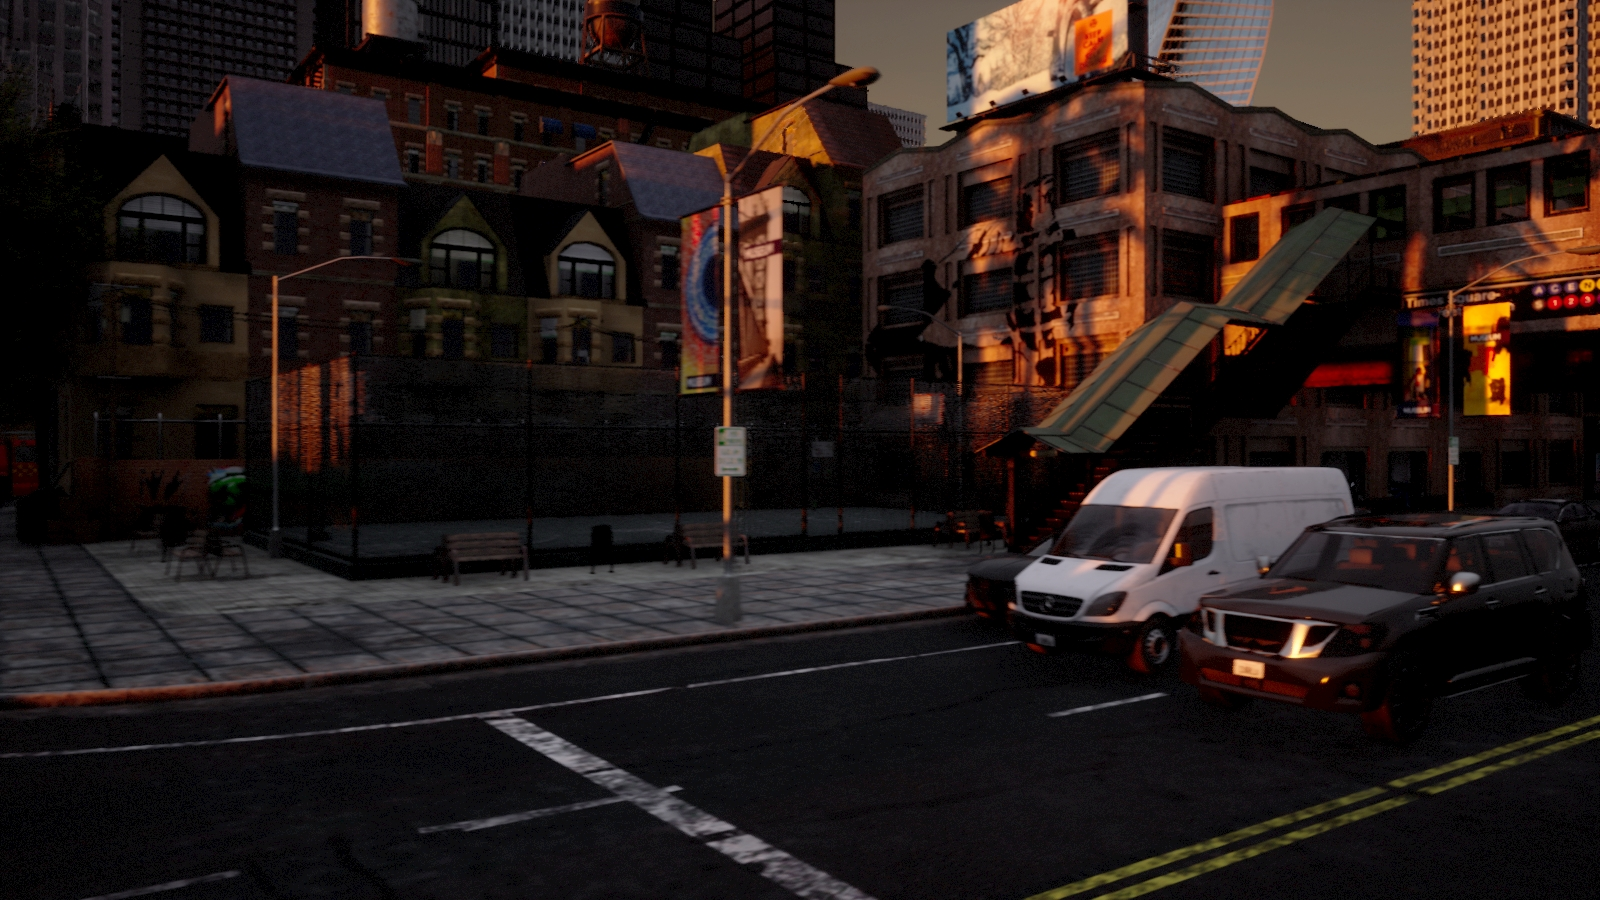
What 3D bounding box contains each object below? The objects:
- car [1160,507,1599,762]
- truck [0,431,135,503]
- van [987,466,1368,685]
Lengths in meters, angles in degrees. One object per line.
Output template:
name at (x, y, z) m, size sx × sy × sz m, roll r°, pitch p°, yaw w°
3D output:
car at (6.687, 1.779, 12.741) m, size 5.566 × 2.045 × 2.150 m, roll 0°, pitch 0°, yaw -35°
truck at (-41.085, 0.890, 62.106) m, size 8.468 × 3.827 × 2.891 m, roll 0°, pitch 0°, yaw -29°
van at (5.500, 1.534, 16.184) m, size 5.915 × 2.561 × 1.988 m, roll 0°, pitch 0°, yaw -35°
